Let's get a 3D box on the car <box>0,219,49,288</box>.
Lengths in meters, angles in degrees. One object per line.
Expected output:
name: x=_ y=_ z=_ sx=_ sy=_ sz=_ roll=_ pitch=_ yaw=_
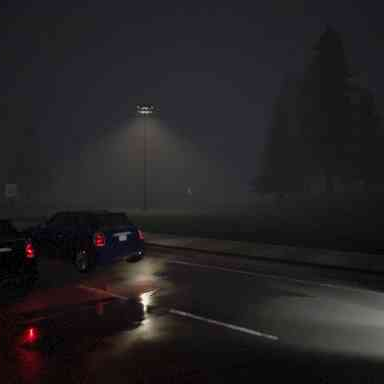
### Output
car: x=-5.760 y=1.349 z=7.991 sx=4.553 sy=1.767 sz=2.097 roll=0 pitch=0 yaw=36

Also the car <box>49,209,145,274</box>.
car: x=-3.724 y=1.349 z=10.837 sx=4.553 sy=1.767 sz=2.097 roll=0 pitch=0 yaw=36
